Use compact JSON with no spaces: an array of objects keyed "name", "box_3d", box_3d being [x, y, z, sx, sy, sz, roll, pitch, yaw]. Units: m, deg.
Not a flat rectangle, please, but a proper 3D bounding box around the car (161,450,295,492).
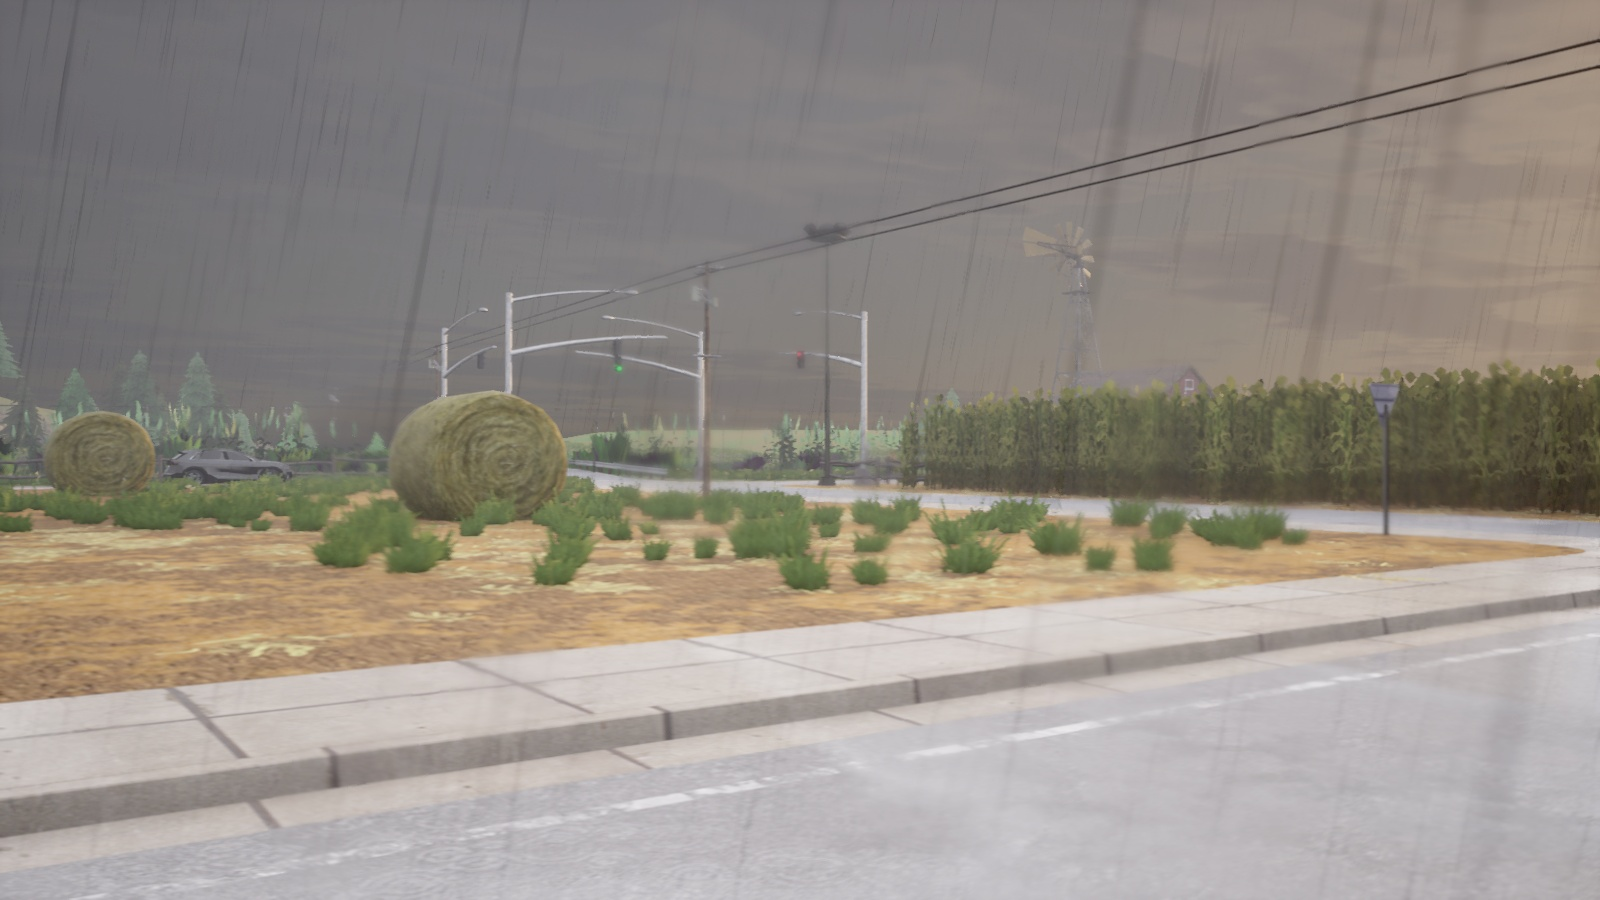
[{"name":"car","box_3d":[-23.572,0.844,51.787,4.856,1.649,2.033,0,0,-31]}]
